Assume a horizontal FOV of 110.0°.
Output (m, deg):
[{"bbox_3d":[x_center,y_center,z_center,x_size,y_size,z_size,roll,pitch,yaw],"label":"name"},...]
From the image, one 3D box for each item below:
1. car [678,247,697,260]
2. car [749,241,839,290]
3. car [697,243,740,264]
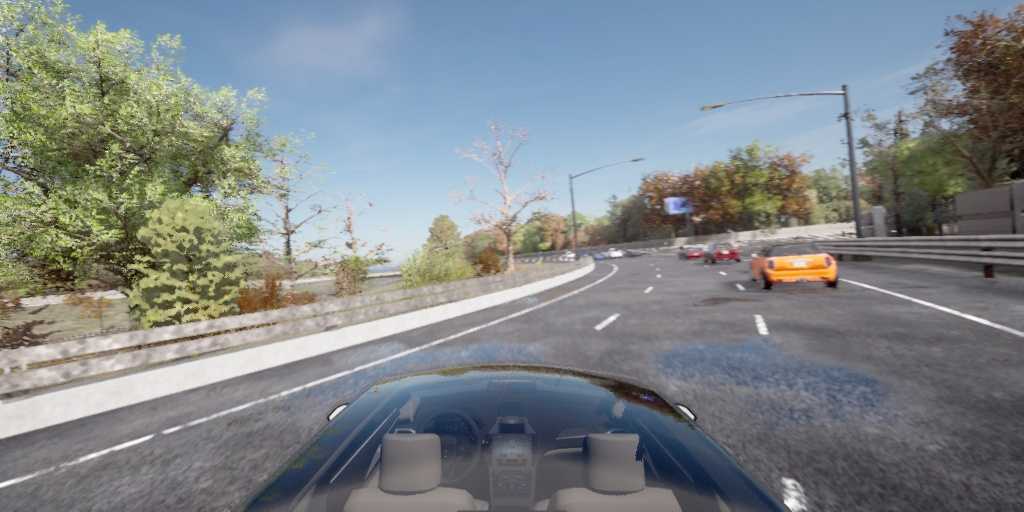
[{"bbox_3d":[20.718,-0.299,41.601,1.994,1.385,4.181,-5,0,12],"label":"car"},{"bbox_3d":[10.719,0.216,14.033,2.097,1.767,4.553,-5,0,28],"label":"car"},{"bbox_3d":[17.723,-0.311,30.683,2.097,1.767,4.553,-5,0,18],"label":"car"}]
